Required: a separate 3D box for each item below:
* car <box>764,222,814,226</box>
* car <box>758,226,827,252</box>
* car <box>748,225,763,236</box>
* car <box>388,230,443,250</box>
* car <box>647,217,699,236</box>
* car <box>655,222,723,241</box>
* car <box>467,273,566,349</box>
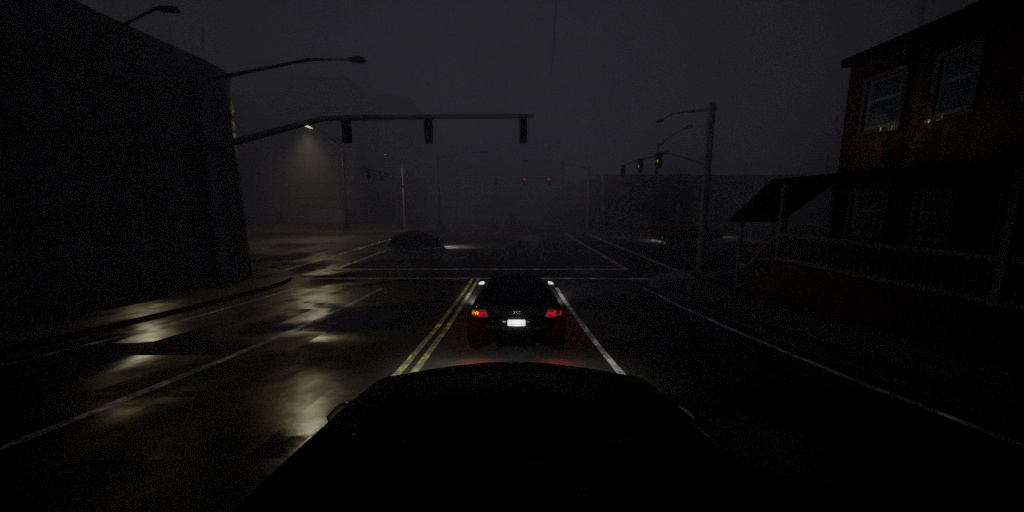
[{"bbox_3d":[26.969,-2.234,33.741,5.008,1.535,1.882,0,8,0],"label":"car"},{"bbox_3d":[21.729,-1.177,26.661,4.902,1.511,2.128,0,8,0],"label":"car"},{"bbox_3d":[27.237,-2.729,37.202,4.902,1.511,2.128,0,8,1],"label":"car"},{"bbox_3d":[-7.576,-1.304,28.162,4.181,1.385,1.994,-3,9,-19],"label":"car"},{"bbox_3d":[17.008,-3.001,37.243,5.566,2.045,2.150,0,8,0],"label":"car"},{"bbox_3d":[16.872,-2.170,33.829,5.357,1.411,2.033,0,8,0],"label":"car"},{"bbox_3d":[0.100,1.093,8.658,1.994,1.385,4.181,0,3,0],"label":"car"}]
